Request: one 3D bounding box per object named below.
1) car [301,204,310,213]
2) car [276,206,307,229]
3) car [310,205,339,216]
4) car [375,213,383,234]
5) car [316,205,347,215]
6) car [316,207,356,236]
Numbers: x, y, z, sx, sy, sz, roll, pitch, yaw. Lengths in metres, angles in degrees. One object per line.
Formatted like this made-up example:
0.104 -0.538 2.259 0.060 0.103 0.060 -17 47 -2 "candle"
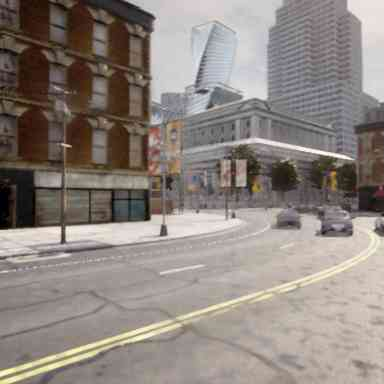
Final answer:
18.978 2.773 55.512 2.002 1.452 4.674 0 -1 -22 "car"
7.870 2.163 26.975 2.033 1.411 5.357 0 -1 15 "car"
15.921 2.354 38.482 2.128 1.511 4.902 0 -1 -2 "car"
13.738 2.022 22.596 1.812 1.442 4.674 -1 -1 22 "car"
20.894 2.716 50.110 1.895 1.301 4.718 0 -1 -12 "car"
9.609 1.987 22.049 2.128 1.511 4.902 -1 -1 22 "car"
